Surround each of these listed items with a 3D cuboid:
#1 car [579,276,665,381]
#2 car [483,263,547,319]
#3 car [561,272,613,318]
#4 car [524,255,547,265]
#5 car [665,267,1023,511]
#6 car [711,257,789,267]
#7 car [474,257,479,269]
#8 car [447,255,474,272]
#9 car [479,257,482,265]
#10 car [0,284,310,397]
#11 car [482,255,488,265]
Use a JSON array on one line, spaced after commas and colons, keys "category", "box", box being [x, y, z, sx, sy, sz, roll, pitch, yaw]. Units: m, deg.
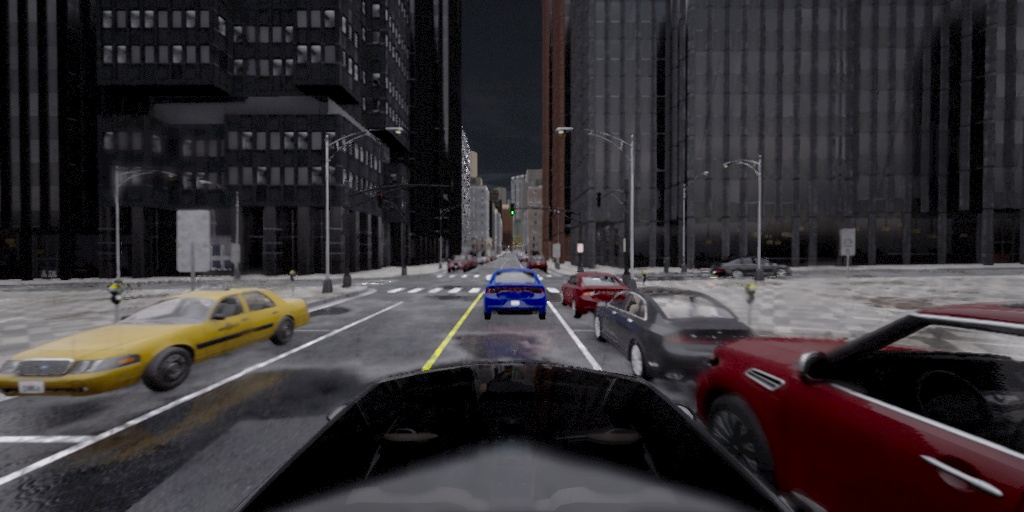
[{"category": "car", "box": [2.762, 1.262, 6.879, 2.007, 1.370, 4.403, 0, 0, 0]}, {"category": "car", "box": [0.091, 1.148, 12.430, 1.882, 1.535, 5.008, 0, 0, 0]}, {"category": "car", "box": [2.758, 1.215, 12.404, 1.888, 1.381, 4.507, 0, 0, 0]}, {"category": "car", "box": [2.744, 0.795, 39.444, 2.192, 1.841, 5.009, 0, 0, 0]}, {"category": "car", "box": [2.765, 1.067, 1.354, 2.192, 1.841, 5.009, 0, 0, 0]}, {"category": "car", "box": [16.026, 0.802, 24.152, 4.892, 1.490, 1.837, -1, 0, 0]}, {"category": "car", "box": [-5.784, 0.758, 45.092, 2.192, 1.841, 5.009, 0, 0, 0]}, {"category": "car", "box": [-5.781, 0.796, 39.449, 2.192, 1.841, 5.009, 0, 0, 0]}, {"category": "car", "box": [-5.787, 0.973, 50.735, 1.948, 1.339, 4.313, 0, 0, 0]}, {"category": "car", "box": [-5.766, 1.237, 6.716, 1.751, 1.417, 4.829, 0, 0, 0]}, {"category": "car", "box": [-5.793, 0.906, 62.021, 1.948, 1.339, 4.313, 0, 0, 0]}]
